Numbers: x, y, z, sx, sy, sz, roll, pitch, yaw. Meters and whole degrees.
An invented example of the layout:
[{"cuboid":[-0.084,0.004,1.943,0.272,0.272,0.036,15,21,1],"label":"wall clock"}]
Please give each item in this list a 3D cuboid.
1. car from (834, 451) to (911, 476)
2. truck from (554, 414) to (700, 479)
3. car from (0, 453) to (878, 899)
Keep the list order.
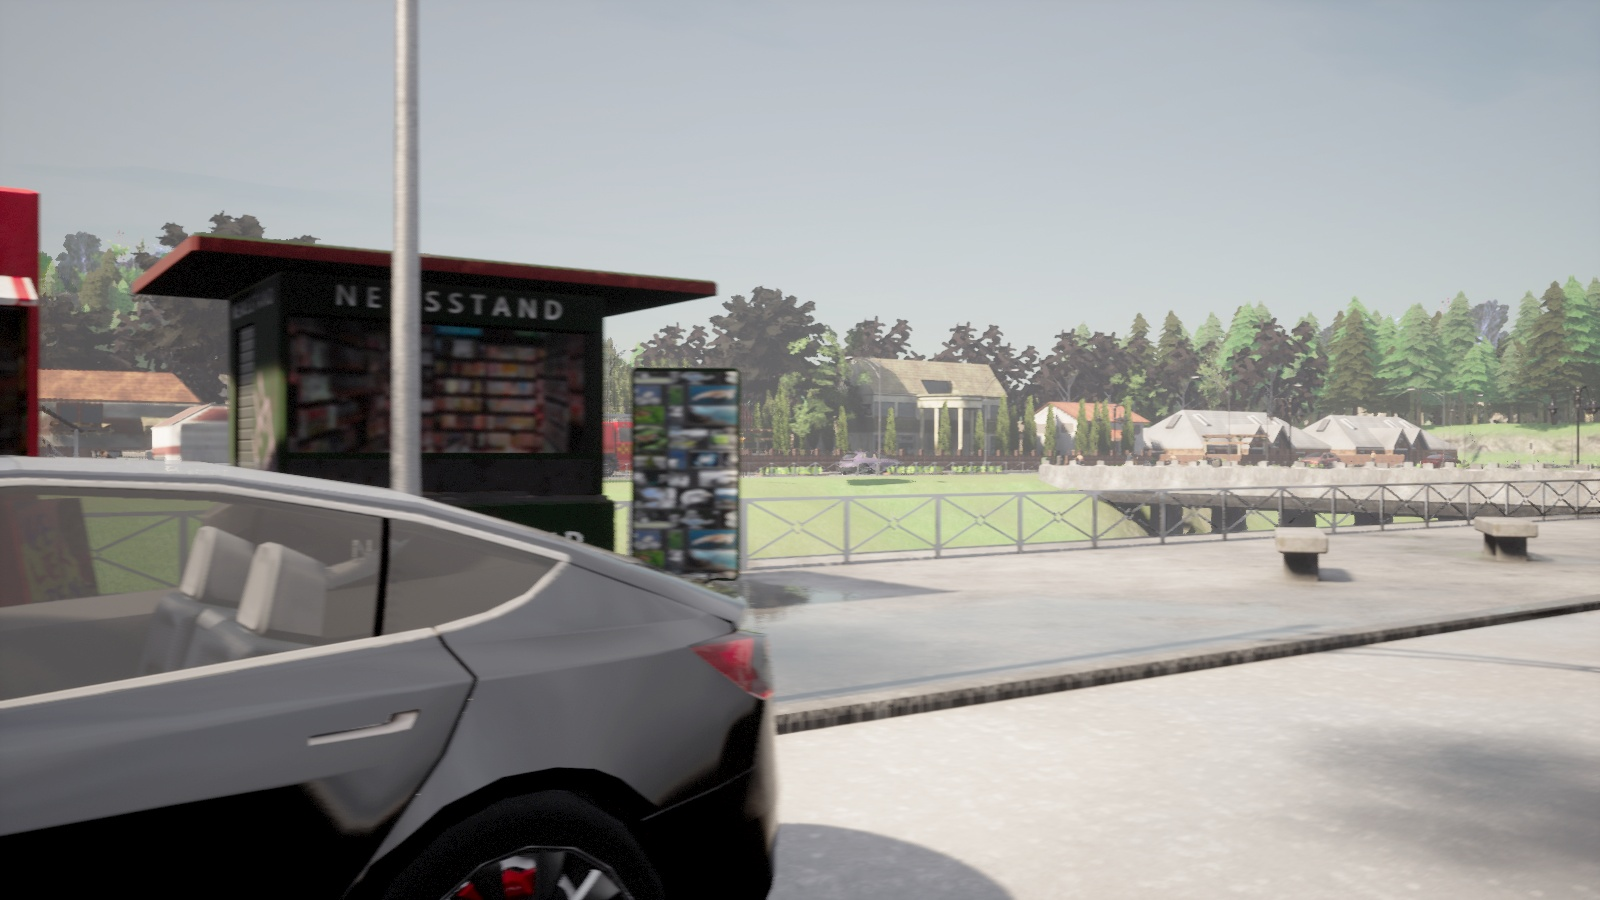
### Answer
[{"cuboid":[4.776,0.868,82.759,4.856,1.649,2.033,0,0,-35],"label":"car"},{"cuboid":[-10.537,-0.209,76.983,8.468,3.827,2.891,0,0,-35],"label":"truck"},{"cuboid":[-2.395,0.756,2.600,4.792,1.488,2.163,0,0,-35],"label":"car"}]
